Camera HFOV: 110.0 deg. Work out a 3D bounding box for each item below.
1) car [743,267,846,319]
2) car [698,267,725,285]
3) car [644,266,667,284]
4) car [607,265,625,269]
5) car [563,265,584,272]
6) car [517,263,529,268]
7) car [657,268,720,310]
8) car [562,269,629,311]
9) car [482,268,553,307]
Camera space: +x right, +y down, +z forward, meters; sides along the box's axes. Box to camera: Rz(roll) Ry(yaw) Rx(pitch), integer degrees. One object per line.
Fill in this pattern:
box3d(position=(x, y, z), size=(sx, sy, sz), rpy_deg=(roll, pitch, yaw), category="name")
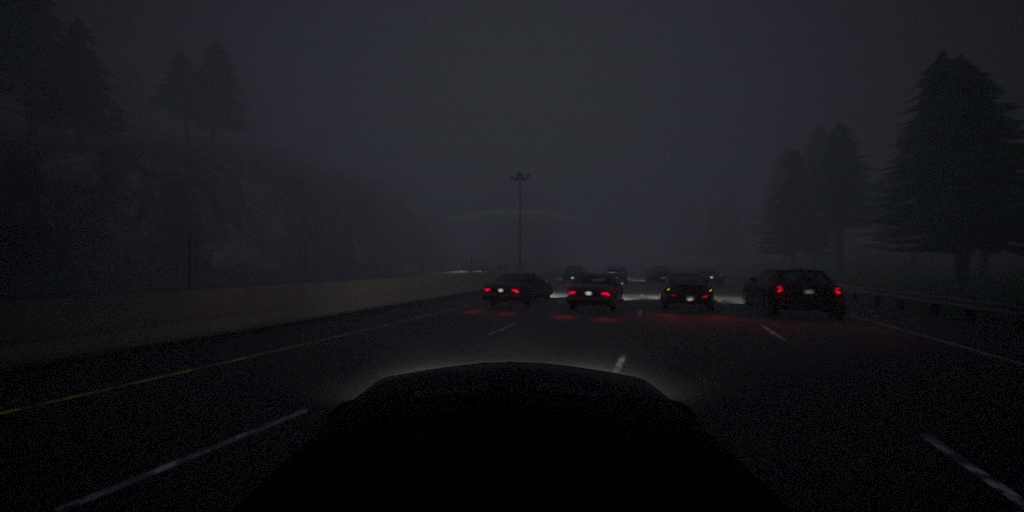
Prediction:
box3d(position=(10.531, 1.223, 13.787), size=(2.097, 1.767, 4.553), rpy_deg=(0, -1, 21), category="car")
box3d(position=(15.731, 1.598, 29.164), size=(1.994, 1.385, 4.181), rpy_deg=(0, -1, 17), category="car")
box3d(position=(12.508, 1.577, 30.591), size=(1.812, 1.442, 4.674), rpy_deg=(0, 0, 16), category="car")
box3d(position=(9.053, 1.555, 31.244), size=(2.128, 1.511, 4.902), rpy_deg=(0, -1, 16), category="car")
box3d(position=(5.709, 1.584, 32.277), size=(1.837, 1.490, 4.892), rpy_deg=(0, 0, 16), category="car")
box3d(position=(2.016, 2.002, 65.397), size=(1.994, 1.385, 4.181), rpy_deg=(0, -1, 9), category="car")
box3d(position=(7.439, 1.418, 15.499), size=(1.812, 1.442, 4.674), rpy_deg=(0, 0, 21), category="car")
box3d(position=(3.699, 1.444, 15.495), size=(2.033, 1.411, 5.357), rpy_deg=(0, -1, 21), category="car")
box3d(position=(0.441, 1.461, 16.772), size=(2.033, 1.411, 5.357), rpy_deg=(0, -1, 21), category="car")
